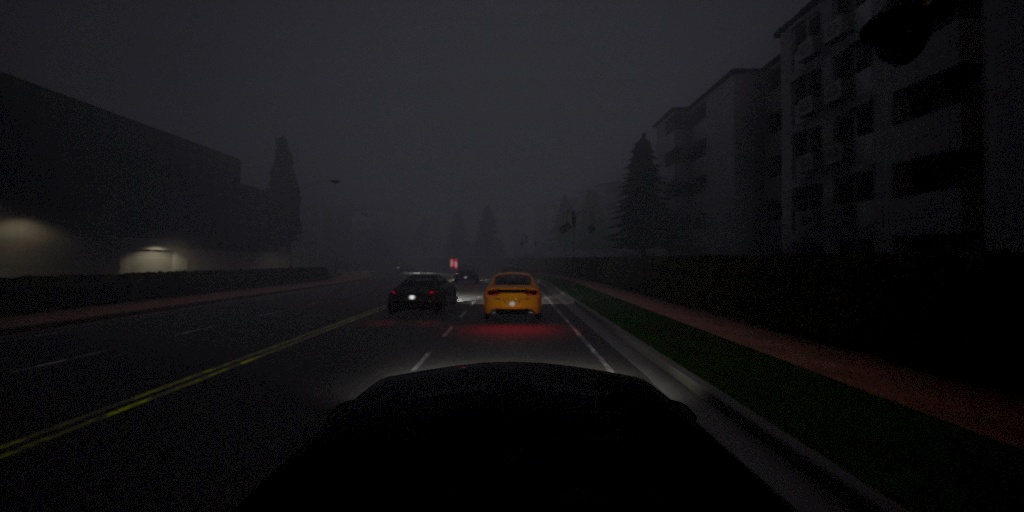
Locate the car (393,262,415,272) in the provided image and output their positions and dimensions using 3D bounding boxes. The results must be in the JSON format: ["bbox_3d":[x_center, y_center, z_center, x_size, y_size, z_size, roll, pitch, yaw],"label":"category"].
[{"bbox_3d":[-16.124,1.630,53.419,2.128,1.511,4.902,0,-1,-38],"label":"car"}]

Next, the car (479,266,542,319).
[{"bbox_3d":[0.044,1.314,13.345,1.882,1.535,5.008,0,0,1],"label":"car"}]

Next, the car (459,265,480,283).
[{"bbox_3d":[-3.718,1.485,29.865,1.812,1.442,4.674,0,0,-4],"label":"car"}]

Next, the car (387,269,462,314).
[{"bbox_3d":[-3.445,1.410,14.414,1.994,1.385,4.181,0,0,0],"label":"car"}]

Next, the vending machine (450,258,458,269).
[{"bbox_3d":[-10.350,1.410,63.894,1.100,2.100,0.880,0,0,-43],"label":"vending machine"}]
